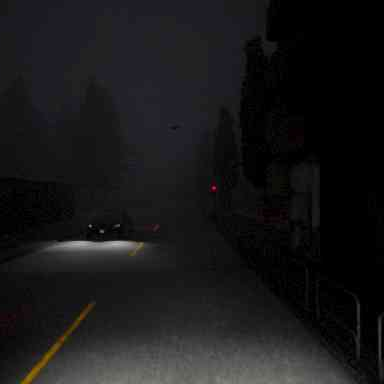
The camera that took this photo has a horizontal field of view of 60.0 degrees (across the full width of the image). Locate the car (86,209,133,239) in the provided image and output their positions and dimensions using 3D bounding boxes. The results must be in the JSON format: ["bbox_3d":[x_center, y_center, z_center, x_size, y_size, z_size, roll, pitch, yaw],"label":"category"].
[{"bbox_3d":[-4.458,1.687,18.671,1.812,1.442,4.674,0,-1,-1],"label":"car"}]
